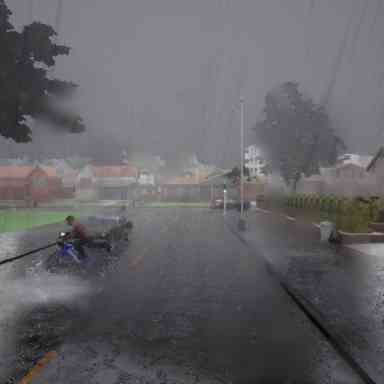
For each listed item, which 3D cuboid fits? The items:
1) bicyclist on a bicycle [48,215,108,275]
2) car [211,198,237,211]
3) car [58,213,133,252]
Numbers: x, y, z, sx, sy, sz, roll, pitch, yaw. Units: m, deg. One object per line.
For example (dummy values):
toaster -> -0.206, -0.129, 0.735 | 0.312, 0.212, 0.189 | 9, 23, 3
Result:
bicyclist on a bicycle -> -3.088, 1.454, 8.959 | 1.656, 1.620, 0.582 | -2, 0, 1
car -> 4.465, 1.526, 40.971 | 4.674, 1.442, 1.812 | 0, 0, -35
car -> -3.831, 1.600, 13.971 | 1.895, 1.301, 4.718 | 0, 0, 1
